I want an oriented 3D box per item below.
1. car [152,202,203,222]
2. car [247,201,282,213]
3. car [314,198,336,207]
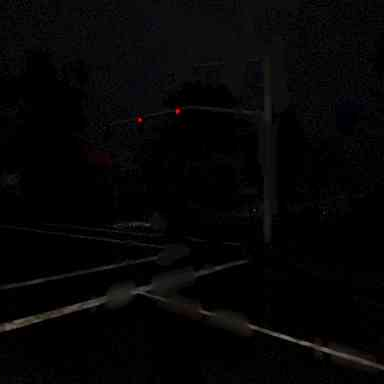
[{"bbox_3d":[-1.052,1.523,26.206,1.812,1.442,4.674,0,0,41],"label":"car"},{"bbox_3d":[7.996,1.600,36.606,1.895,1.301,4.718,0,0,41],"label":"car"},{"bbox_3d":[20.260,1.603,50.652,1.895,1.301,4.718,0,0,41],"label":"car"}]
